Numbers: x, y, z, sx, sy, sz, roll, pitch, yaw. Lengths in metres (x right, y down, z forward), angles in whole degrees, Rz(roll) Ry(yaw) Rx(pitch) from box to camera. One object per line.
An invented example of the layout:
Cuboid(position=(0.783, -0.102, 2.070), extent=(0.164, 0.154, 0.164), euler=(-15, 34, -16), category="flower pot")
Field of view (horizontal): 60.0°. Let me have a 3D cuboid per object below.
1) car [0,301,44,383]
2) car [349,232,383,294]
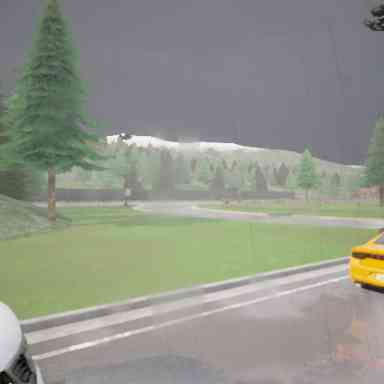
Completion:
Cuboid(position=(-3.555, 1.209, 1.215), extent=(5.566, 2.045, 2.150), euler=(0, 0, -35), category="car")
Cuboid(position=(5.791, 1.533, 7.952), extent=(5.008, 1.535, 1.882), euler=(0, 0, -35), category="car")
